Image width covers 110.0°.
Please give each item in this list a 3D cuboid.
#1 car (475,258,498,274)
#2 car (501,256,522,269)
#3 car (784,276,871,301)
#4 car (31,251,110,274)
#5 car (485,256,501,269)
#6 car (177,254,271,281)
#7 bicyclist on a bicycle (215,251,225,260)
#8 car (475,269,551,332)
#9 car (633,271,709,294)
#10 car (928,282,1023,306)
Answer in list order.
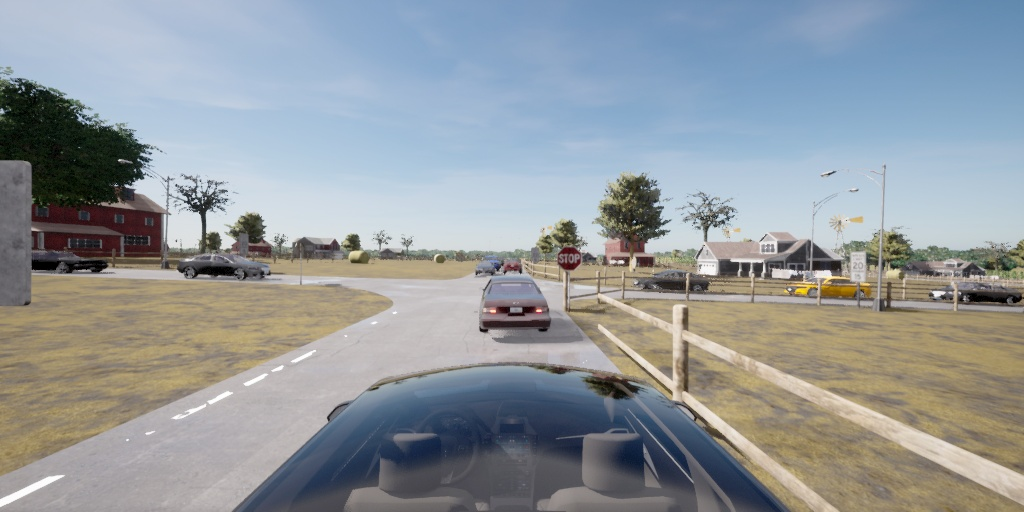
[{"bbox_3d":[-2.831,1.287,38.351,1.812,1.442,4.674,0,0,0],"label":"car"},{"bbox_3d":[0.093,1.115,43.157,2.097,1.767,4.553,0,0,0],"label":"car"},{"bbox_3d":[21.560,2.127,24.599,5.008,1.535,1.882,2,0,0],"label":"car"},{"bbox_3d":[-27.498,0.359,21.619,4.718,1.301,1.895,2,0,0],"label":"car"},{"bbox_3d":[-2.813,0.988,48.314,2.150,2.045,5.566,0,0,0],"label":"car"},{"bbox_3d":[-17.245,0.629,21.622,4.902,1.511,2.128,2,0,0],"label":"car"},{"bbox_3d":[-22.604,0.405,27.605,0.582,1.620,1.656,2,0,0],"label":"bicyclist on a bicycle"},{"bbox_3d":[-0.029,1.298,10.822,2.033,1.411,5.357,0,0,-3],"label":"car"},{"bbox_3d":[10.782,1.728,24.431,4.892,1.490,1.837,3,0,-3],"label":"car"},{"bbox_3d":[31.662,2.553,24.600,4.902,1.511,2.128,2,0,0],"label":"car"}]
